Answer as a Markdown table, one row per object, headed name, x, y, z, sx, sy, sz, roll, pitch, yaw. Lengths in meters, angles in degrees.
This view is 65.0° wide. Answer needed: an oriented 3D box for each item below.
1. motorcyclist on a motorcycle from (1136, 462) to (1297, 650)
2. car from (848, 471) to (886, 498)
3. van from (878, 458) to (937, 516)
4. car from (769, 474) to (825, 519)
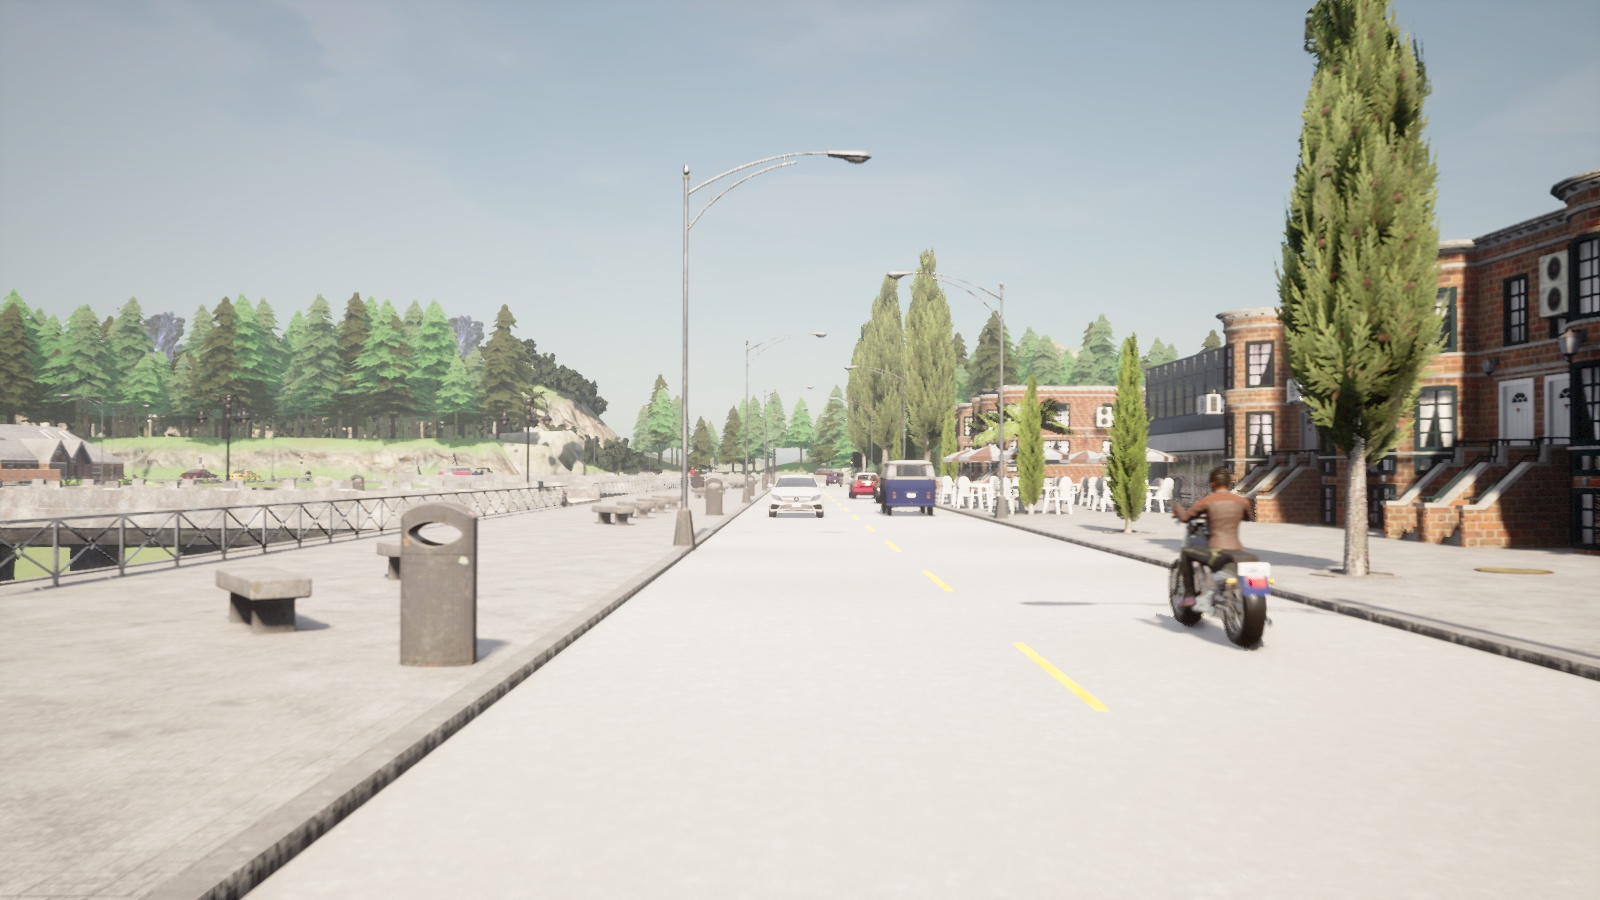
| name | x | y | z | sx | sy | sz | roll | pitch | yaw |
| --- | --- | --- | --- | --- | --- | --- | --- | --- | --- |
| motorcyclist on a motorcycle | 3.967 | 0.953 | 12.194 | 0.766 | 1.649 | 2.350 | 0 | -1 | 0 |
| car | 3.812 | 1.978 | 72.468 | 1.970 | 1.475 | 3.806 | 0 | -1 | 0 |
| van | 3.880 | 1.320 | 45.896 | 1.775 | 1.987 | 4.442 | 0 | -1 | 0 |
| car | -0.111 | 1.563 | 43.150 | 1.812 | 1.442 | 4.674 | 0 | -1 | 0 |
